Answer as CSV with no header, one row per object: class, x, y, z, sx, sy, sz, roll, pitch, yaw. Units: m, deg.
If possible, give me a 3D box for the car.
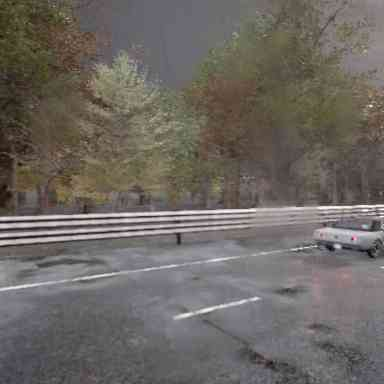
car,6.917,1.625,12.849,4.718,1.301,1.895,0,0,-34
